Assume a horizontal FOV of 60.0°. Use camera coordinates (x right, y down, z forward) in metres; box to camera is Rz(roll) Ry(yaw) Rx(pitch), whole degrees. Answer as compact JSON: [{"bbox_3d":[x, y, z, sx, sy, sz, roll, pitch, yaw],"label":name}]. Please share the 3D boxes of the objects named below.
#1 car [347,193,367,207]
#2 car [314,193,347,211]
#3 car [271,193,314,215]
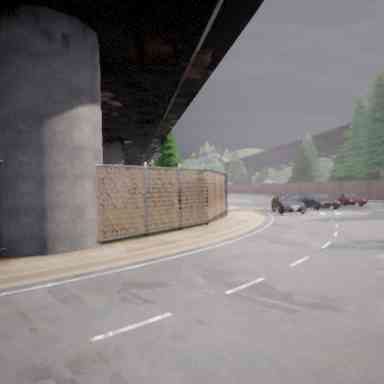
[{"bbox_3d":[14.497,0.740,31.775,1.895,1.301,4.718,-2,1,-5],"label":"car"},{"bbox_3d":[11.039,0.816,29.193,2.033,1.411,5.357,-1,1,-3],"label":"car"},{"bbox_3d":[7.427,0.905,25.848,2.128,1.511,4.902,-1,1,3],"label":"car"}]
